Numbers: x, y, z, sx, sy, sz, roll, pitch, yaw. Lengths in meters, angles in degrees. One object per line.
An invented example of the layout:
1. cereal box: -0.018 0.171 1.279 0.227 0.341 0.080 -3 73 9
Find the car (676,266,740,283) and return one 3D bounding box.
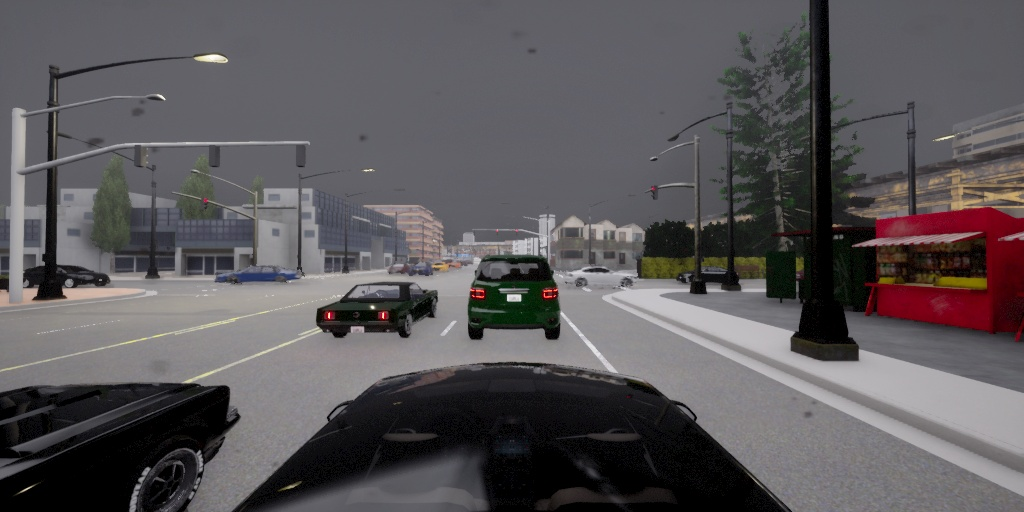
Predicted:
1. car: 14.745 1.448 27.112 4.181 1.385 1.994 0 -1 0

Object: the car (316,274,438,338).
1. car: -3.438 1.368 10.240 1.895 1.301 4.718 0 0 0

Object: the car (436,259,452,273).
1. car: -10.630 1.638 52.820 1.882 1.535 5.008 0 0 0

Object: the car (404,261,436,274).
1. car: -10.324 1.412 40.639 2.097 1.767 4.553 0 -1 -4

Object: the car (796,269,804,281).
1. car: 23.242 1.409 27.045 4.674 1.442 1.812 0 -1 1

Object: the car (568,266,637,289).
1. car: 5.817 1.374 23.728 4.674 1.442 1.812 0 0 6

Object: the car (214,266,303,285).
1. car: -19.091 1.443 27.336 5.357 1.411 2.033 1 0 -24

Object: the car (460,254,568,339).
1. car: 0.059 0.986 10.224 2.150 2.045 5.566 0 0 0

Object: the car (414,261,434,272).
1. car: -14.122 1.662 57.928 2.128 1.511 4.902 0 0 0

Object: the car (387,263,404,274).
1. car: -14.134 1.622 45.269 1.812 1.442 4.674 0 0 0

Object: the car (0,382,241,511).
1. car: -3.402 1.351 1.100 1.895 1.301 4.718 0 0 0

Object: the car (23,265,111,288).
1. car: -29.644 1.344 23.742 4.892 1.490 1.837 0 -1 1
